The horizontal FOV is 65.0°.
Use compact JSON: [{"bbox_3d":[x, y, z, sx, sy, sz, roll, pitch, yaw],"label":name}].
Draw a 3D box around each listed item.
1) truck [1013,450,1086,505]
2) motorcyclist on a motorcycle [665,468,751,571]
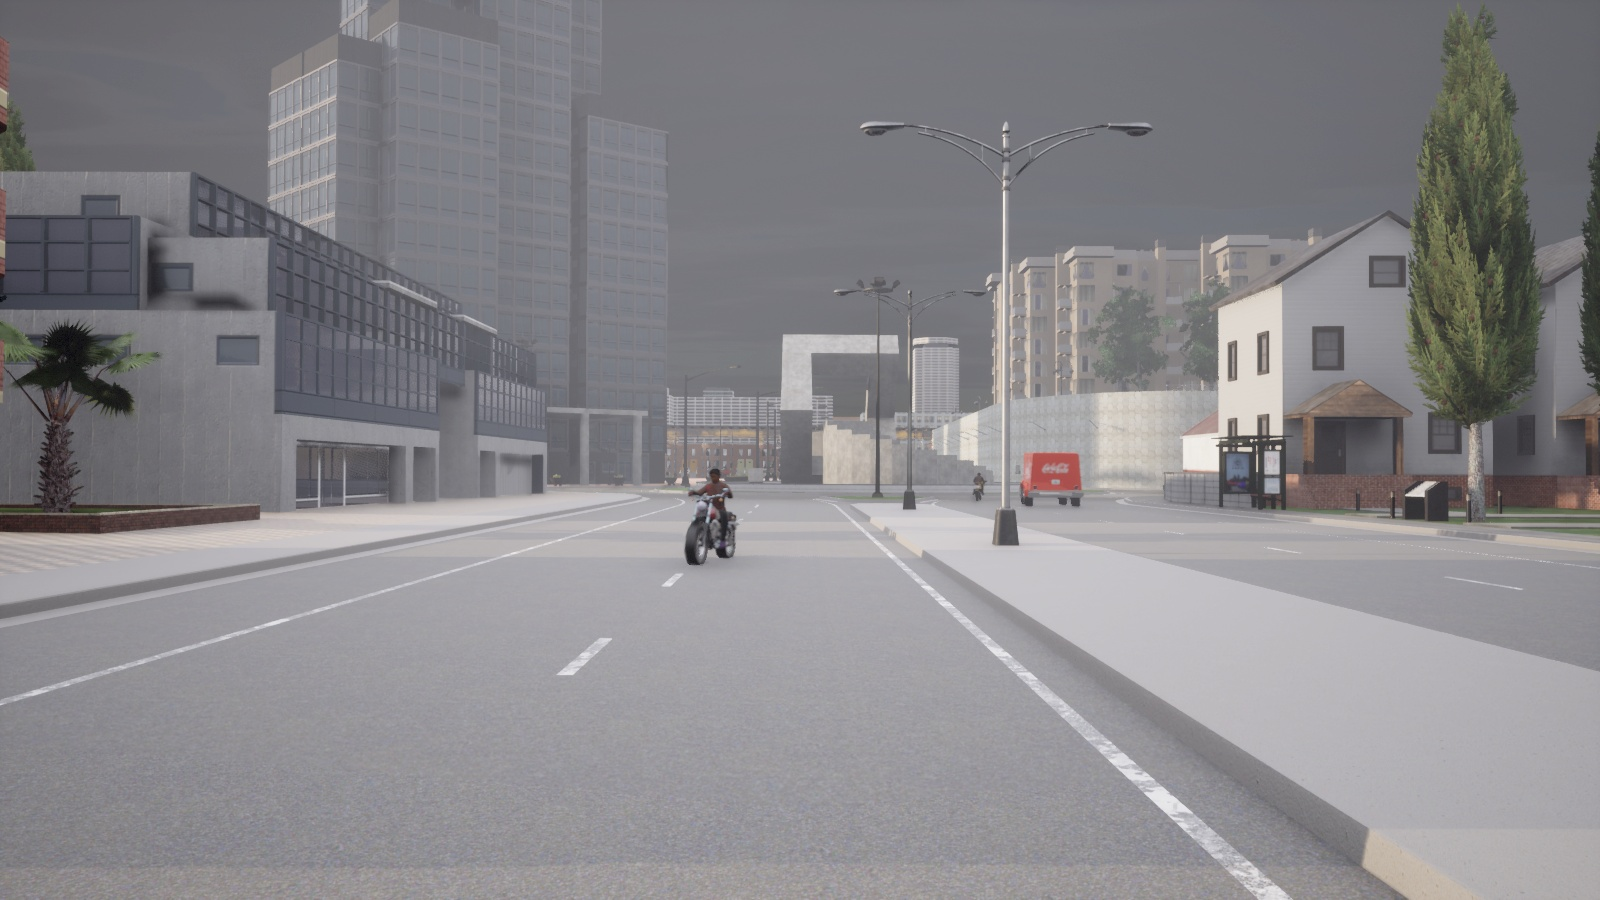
[{"bbox_3d":[11.594,1.265,58.723,2.627,2.467,5.204,0,-1,3],"label":"truck"},{"bbox_3d":[-1.526,1.130,21.407,0.766,1.649,2.350,0,-1,14],"label":"motorcyclist on a motorcycle"}]
